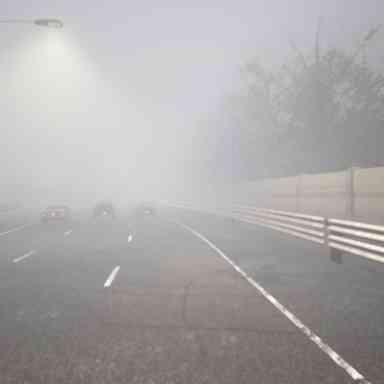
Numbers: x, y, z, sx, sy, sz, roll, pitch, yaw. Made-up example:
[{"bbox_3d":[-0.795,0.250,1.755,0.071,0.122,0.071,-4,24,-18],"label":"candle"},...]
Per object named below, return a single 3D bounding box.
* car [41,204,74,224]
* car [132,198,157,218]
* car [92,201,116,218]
[{"bbox_3d":[-10.227,1.613,25.449,2.033,1.411,5.357,0,0,-14],"label":"car"},{"bbox_3d":[-4.394,1.550,30.428,1.812,1.442,4.674,0,0,-15],"label":"car"},{"bbox_3d":[-8.060,1.554,30.508,1.837,1.490,4.892,0,0,-16],"label":"car"}]
